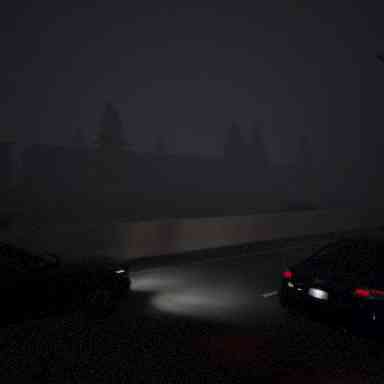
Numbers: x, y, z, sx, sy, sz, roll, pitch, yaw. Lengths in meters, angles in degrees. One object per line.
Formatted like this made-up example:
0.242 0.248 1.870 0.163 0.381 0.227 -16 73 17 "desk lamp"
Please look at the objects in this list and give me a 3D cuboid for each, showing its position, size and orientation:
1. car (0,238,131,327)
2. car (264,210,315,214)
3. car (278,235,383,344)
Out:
-3.354 1.523 5.654 4.674 1.442 1.812 0 0 -36 "car"
8.140 1.441 26.993 5.357 1.411 2.033 0 0 -36 "car"
3.583 1.533 6.303 4.181 1.385 1.994 0 0 -35 "car"
